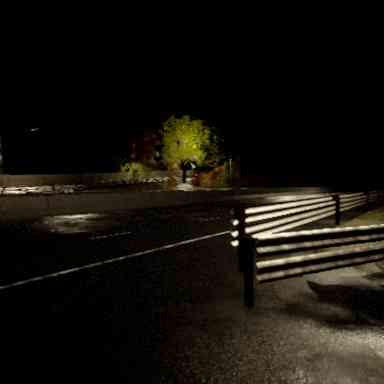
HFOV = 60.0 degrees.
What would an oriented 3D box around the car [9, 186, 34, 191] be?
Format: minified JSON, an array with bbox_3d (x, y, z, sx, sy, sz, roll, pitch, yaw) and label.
[{"bbox_3d":[-27.639,-0.247,53.789,1.994,1.385,4.181,-1,3,14],"label":"car"}]

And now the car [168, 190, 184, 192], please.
[{"bbox_3d":[-2.157,0.495,42.146,1.837,1.490,4.892,0,1,35],"label":"car"}]

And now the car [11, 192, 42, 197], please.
[{"bbox_3d":[-13.408,0.907,26.224,1.837,1.490,4.892,0,1,35],"label":"car"}]

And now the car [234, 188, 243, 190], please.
[{"bbox_3d":[7.997,0.085,56.392,2.033,1.411,5.357,0,1,35],"label":"car"}]

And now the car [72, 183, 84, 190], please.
[{"bbox_3d":[-23.831,-1.185,68.038,1.812,1.442,4.674,-1,3,16],"label":"car"}]
